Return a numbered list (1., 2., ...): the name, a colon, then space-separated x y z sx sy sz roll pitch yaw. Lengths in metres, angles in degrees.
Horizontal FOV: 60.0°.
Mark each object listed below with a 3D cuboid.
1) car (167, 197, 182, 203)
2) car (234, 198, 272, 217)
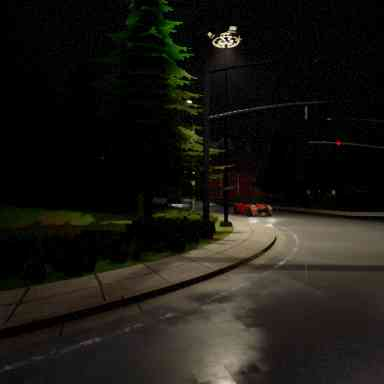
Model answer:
1. car: -3.289 1.601 61.894 1.895 1.301 4.718 0 0 -17
2. car: 5.615 1.352 30.881 2.097 1.767 4.553 0 0 -15
